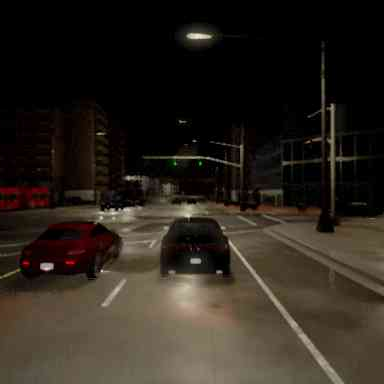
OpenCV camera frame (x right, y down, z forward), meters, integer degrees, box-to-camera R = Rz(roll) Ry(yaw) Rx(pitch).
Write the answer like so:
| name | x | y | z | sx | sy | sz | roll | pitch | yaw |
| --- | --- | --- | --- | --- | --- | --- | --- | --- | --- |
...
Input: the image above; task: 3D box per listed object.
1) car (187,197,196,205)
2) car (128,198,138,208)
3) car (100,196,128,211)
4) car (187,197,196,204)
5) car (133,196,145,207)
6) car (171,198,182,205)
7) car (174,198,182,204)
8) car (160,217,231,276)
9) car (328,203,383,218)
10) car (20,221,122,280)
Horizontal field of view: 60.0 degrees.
| name | x | y | z | sx | sy | sz | roll | pitch | yaw |
| --- | --- | --- | --- | --- | --- | --- | --- | --- | --- |
| car | -0.051 | 2.145 | 74.040 | 1.882 | 1.535 | 5.008 | 0 | -1 | 0 |
| car | -10.592 | 2.004 | 54.697 | 1.895 | 1.301 | 4.718 | 0 | -1 | 1 |
| car | -10.606 | 1.493 | 44.630 | 2.150 | 2.045 | 5.566 | 0 | -1 | 0 |
| car | -0.064 | 2.181 | 84.265 | 2.097 | 1.767 | 4.553 | 0 | -1 | 0 |
| car | -10.560 | 1.782 | 64.913 | 2.150 | 2.045 | 5.566 | 0 | -1 | 0 |
| car | -3.555 | 2.186 | 73.041 | 1.812 | 1.442 | 4.674 | 0 | -1 | 0 |
| car | -3.563 | 2.248 | 83.044 | 1.837 | 1.490 | 4.892 | 0 | -1 | 0 |
| car | 0.092 | 1.538 | 10.544 | 1.882 | 1.535 | 5.008 | 0 | 0 | 0 |
| car | 14.744 | 1.659 | 30.372 | 4.718 | 1.301 | 1.895 | 0 | 0 | 1 |
| car | -3.416 | 1.599 | 10.099 | 1.812 | 1.442 | 4.674 | 0 | -1 | 0 |
